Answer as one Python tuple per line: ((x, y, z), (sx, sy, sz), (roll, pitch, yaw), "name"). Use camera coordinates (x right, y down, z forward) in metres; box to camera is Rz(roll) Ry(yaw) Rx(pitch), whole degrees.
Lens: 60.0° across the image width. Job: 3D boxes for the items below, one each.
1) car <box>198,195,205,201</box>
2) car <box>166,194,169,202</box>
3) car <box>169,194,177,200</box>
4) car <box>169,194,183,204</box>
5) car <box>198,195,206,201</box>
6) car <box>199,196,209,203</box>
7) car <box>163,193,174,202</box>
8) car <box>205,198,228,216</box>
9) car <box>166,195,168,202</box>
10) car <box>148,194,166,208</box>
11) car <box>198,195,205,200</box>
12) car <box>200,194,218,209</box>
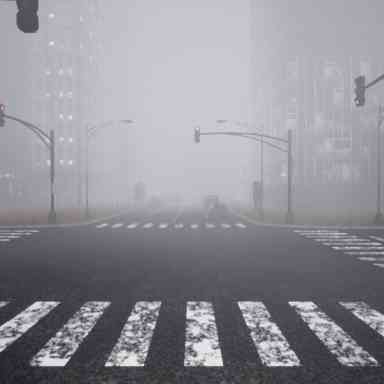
((2.539, 1.474, 87.526), (1.752, 1.417, 4.829), (-1, 0, 0), "car")
((-5.340, 1.404, 70.756), (1.967, 1.590, 4.097), (-1, 0, 0), "car")
((-5.344, 1.385, 92.854), (1.967, 1.590, 4.097), (-1, 0, 0), "car")
((-2.761, 1.320, 64.375), (2.097, 1.767, 4.553), (0, 0, 0), "car")
((2.541, 1.536, 81.832), (1.802, 1.307, 4.206), (-1, 0, 0), "car")
((2.542, 1.508, 70.782), (1.887, 1.381, 4.507), (-1, 0, 0), "car")
((-5.342, 1.274, 76.281), (2.192, 1.841, 5.009), (-1, 0, 0), "car")
((2.516, 1.570, 32.111), (1.802, 1.307, 4.206), (-1, 0, 0), "car")
((-5.335, 1.558, 54.183), (1.802, 1.307, 4.206), (-1, 0, 0), "car")
((-5.336, 1.419, 48.658), (1.967, 1.590, 4.097), (-1, 0, 0), "car")
((2.538, 1.489, 92.881), (1.887, 1.381, 4.507), (-1, 0, 0), "car")
((2.531, 1.297, 43.160), (2.192, 1.841, 5.009), (-1, 0, 0), "car")
